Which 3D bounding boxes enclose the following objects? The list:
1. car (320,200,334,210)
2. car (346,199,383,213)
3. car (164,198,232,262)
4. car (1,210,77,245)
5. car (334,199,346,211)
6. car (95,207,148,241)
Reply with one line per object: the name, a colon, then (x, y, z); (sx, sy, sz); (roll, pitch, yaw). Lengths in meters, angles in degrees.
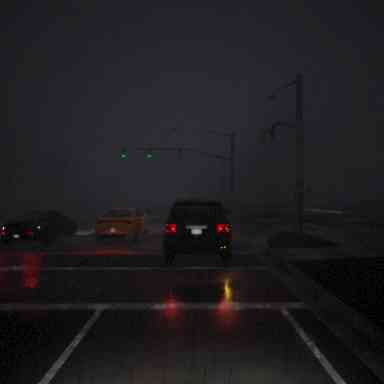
car: (18.762, 1.616, 43.019); (4.181, 1.385, 1.994); (0, 0, 0)
car: (20.079, 1.591, 36.010); (5.357, 1.411, 2.033); (0, 0, 1)
car: (0.281, 1.239, 12.410); (2.150, 2.045, 5.566); (0, 0, 3)
car: (-6.897, 1.545, 15.395); (1.812, 1.442, 4.674); (0, 0, 0)
car: (19.926, 1.574, 39.508); (4.674, 1.442, 1.812); (0, 0, 1)
car: (-3.397, 1.498, 16.752); (1.882, 1.535, 5.008); (0, 0, 0)
